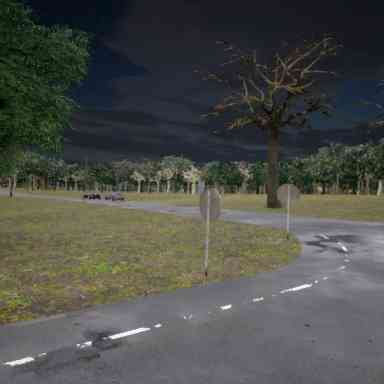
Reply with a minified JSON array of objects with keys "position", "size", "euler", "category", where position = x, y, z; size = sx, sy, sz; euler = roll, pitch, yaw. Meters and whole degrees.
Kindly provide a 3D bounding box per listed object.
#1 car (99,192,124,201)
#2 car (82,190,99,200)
[{"position":[-12.168,0.672,51.725],"size":[2.128,1.511,4.902],"euler":[2,-1,-35],"category":"car"},{"position":[-18.146,0.482,60.052],"size":[2.097,1.767,4.553],"euler":[2,-1,-36],"category":"car"}]
